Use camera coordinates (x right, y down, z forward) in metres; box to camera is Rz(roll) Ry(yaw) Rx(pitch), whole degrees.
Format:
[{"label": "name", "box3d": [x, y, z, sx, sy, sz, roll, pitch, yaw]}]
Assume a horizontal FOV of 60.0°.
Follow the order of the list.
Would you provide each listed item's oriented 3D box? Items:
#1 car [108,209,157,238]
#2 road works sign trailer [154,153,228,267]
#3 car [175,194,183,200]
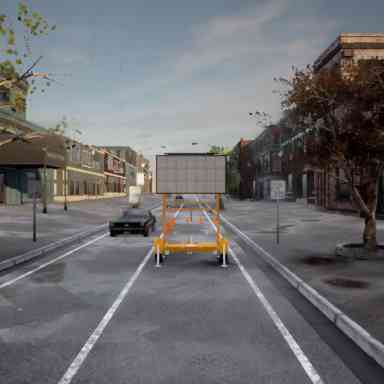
[{"label": "car", "box3d": [-3.044, 1.603, 17.732, 1.895, 1.301, 4.718, 0, 0, 0]}, {"label": "road works sign trailer", "box3d": [-0.028, 0.466, 11.411, 2.380, 3.560, 2.880, 0, 0, 0]}, {"label": "car", "box3d": [-3.217, 1.279, 83.301, 1.895, 1.301, 4.718, 0, 1, 0]}]
